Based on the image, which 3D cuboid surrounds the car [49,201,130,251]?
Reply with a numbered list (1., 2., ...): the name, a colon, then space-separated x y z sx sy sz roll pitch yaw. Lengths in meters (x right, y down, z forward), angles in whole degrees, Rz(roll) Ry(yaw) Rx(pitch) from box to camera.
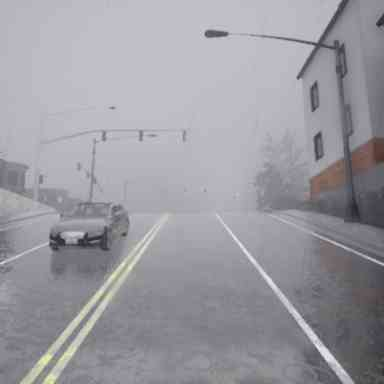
1. car: -3.549 1.112 12.271 2.128 1.511 4.902 0 2 0
